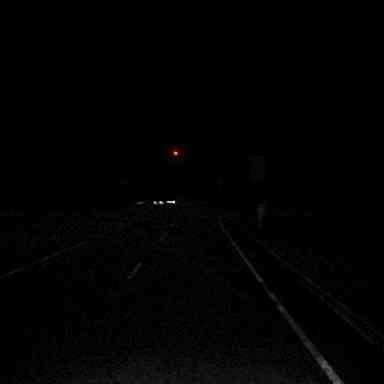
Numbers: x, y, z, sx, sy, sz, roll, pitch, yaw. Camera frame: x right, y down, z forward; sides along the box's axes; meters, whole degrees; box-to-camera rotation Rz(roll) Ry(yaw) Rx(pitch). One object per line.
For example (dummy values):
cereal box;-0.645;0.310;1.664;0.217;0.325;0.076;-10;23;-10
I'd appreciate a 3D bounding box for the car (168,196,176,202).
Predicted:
car;-5.232;1.811;87.444;1.994;1.385;4.181;0;1;1

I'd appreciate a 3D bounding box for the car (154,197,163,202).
car;-8.733;1.856;87.388;1.895;1.301;4.718;0;1;1
